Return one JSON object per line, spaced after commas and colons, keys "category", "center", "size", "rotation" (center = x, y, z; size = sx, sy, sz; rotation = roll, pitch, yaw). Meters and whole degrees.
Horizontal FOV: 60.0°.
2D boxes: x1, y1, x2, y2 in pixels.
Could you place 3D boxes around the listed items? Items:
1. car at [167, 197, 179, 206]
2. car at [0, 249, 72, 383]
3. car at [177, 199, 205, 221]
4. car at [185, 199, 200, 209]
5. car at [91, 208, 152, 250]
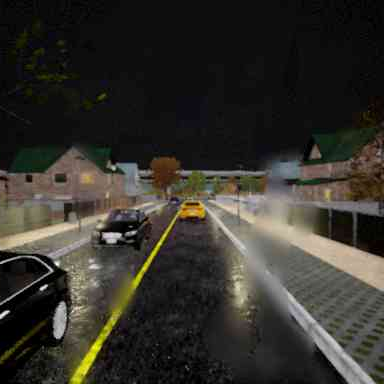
{"category": "car", "center": [-2.885, 1.511, 54.337], "size": [1.812, 1.442, 4.674], "rotation": [0, 0, 0]}
{"category": "car", "center": [-2.848, 1.503, 3.535], "size": [1.837, 1.490, 4.892], "rotation": [0, 0, 0]}
{"category": "car", "center": [0.038, 1.452, 27.191], "size": [1.882, 1.535, 5.008], "rotation": [0, 0, 0]}
{"category": "car", "center": [0.027, 1.580, 44.810], "size": [1.895, 1.301, 4.718], "rotation": [0, 0, 0]}
{"category": "car", "center": [-2.856, 1.475, 14.276], "size": [2.128, 1.511, 4.902], "rotation": [0, 0, 0]}
